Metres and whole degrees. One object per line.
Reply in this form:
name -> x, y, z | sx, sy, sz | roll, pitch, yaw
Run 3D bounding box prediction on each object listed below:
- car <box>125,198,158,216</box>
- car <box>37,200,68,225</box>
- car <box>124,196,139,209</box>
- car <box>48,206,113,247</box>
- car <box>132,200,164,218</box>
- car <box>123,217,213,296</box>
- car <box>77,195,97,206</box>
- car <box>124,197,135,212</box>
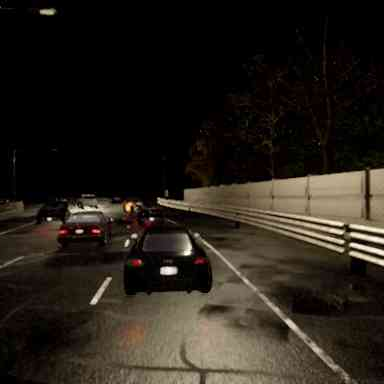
car -> -4.963, 1.599, 31.849 | 2.128, 1.511, 4.902 | 0, 0, -15
car -> -10.358, 1.603, 25.094 | 1.837, 1.490, 4.892 | 0, 0, -14
car -> -9.014, 1.520, 49.330 | 2.097, 1.767, 4.553 | 0, 0, -10
car -> -4.799, 1.605, 15.508 | 2.033, 1.411, 5.357 | 0, 0, -9
car -> -3.233, 1.587, 24.818 | 1.837, 1.490, 4.892 | 0, 0, -13
car -> -0.679, 1.592, 8.822 | 1.994, 1.385, 4.181 | 0, 0, -6
car -> -15.015, 1.400, 47.678 | 2.150, 2.045, 5.566 | 0, 0, -26
car -> -6.831, 1.484, 38.947 | 2.097, 1.767, 4.553 | 0, 0, -14
